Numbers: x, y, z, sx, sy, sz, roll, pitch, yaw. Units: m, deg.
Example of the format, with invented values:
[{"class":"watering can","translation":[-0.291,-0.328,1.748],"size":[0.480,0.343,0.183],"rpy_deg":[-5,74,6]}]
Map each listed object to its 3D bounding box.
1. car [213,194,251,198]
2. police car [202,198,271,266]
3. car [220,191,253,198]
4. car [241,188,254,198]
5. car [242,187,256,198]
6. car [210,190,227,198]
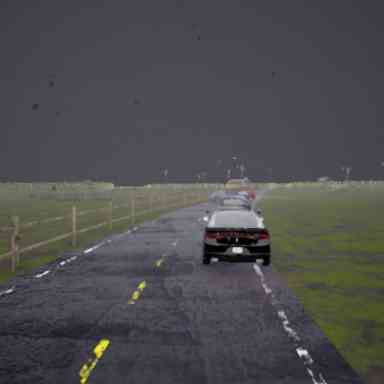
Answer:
[{"class":"car","translation":[2.562,1.092,20.622],"size":[1.837,1.490,4.892],"rpy_deg":[0,1,9]},{"class":"police car","translation":[1.370,1.208,10.958],"size":[1.930,1.638,5.238],"rpy_deg":[0,1,5]},{"class":"car","translation":[3.602,0.946,26.437],"size":[1.882,1.535,5.008],"rpy_deg":[0,1,11]},{"class":"car","translation":[6.747,0.587,43.921],"size":[1.882,1.535,5.008],"rpy_deg":[0,1,14]},{"class":"car","translation":[9.093,0.123,53.964],"size":[2.150,2.045,5.566],"rpy_deg":[0,1,13]},{"class":"car","translation":[3.658,0.476,43.090],"size":[2.097,1.767,4.553],"rpy_deg":[0,1,13]}]
